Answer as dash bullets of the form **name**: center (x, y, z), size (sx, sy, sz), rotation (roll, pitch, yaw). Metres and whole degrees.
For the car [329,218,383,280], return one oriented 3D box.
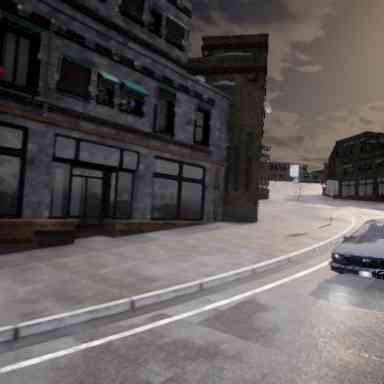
- **car**: center (5.835, 1.520, 9.788), size (2.033, 1.411, 5.357), rotation (1, 1, 42)
